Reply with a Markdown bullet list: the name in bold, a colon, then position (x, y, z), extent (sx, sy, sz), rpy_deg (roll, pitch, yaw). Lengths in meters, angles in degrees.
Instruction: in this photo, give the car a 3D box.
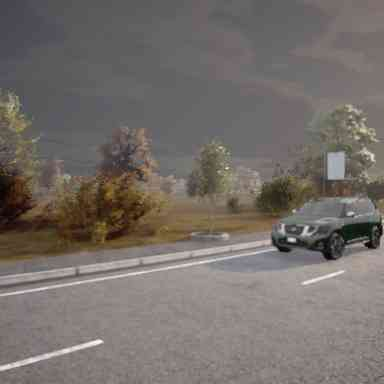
- **car**: position (5.430, 1.253, 12.945), extent (5.566, 2.045, 2.150), rpy_deg (0, 0, -41)
